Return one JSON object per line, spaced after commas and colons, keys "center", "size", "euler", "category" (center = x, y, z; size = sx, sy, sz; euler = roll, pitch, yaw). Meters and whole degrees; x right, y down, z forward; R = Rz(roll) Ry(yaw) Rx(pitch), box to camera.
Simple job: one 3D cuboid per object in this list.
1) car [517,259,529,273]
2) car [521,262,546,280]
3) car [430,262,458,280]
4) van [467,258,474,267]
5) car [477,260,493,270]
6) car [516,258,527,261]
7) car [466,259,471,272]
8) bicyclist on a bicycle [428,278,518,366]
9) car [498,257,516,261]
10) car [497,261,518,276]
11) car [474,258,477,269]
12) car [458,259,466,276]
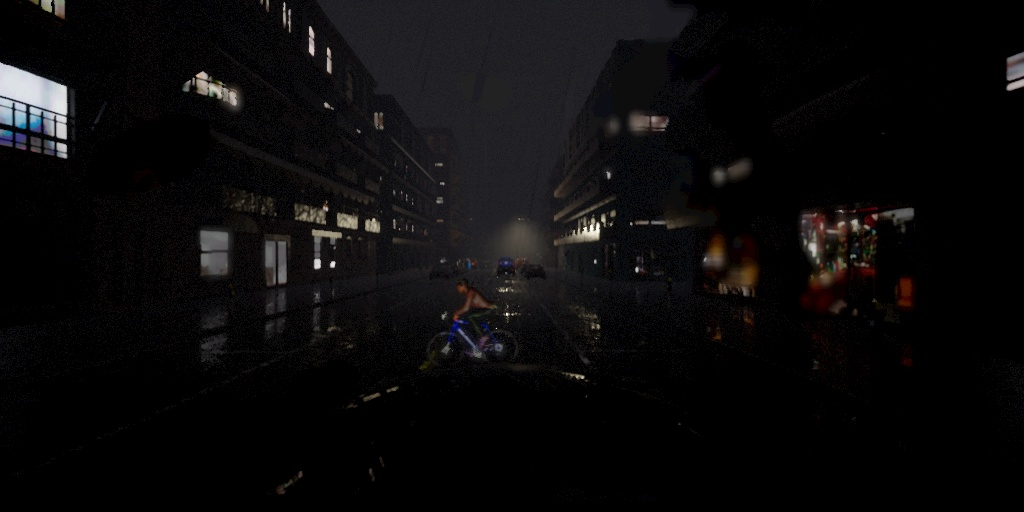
{"center": [1.856, 1.418, 43.810], "size": [1.751, 1.417, 4.829], "euler": [0, 0, -1], "category": "car"}
{"center": [2.087, 1.436, 32.439], "size": [1.802, 1.307, 4.207], "euler": [0, 0, -1], "category": "car"}
{"center": [-6.260, 1.438, 32.298], "size": [1.802, 1.307, 4.207], "euler": [0, 0, -1], "category": "car"}
{"center": [-6.600, 1.255, 49.100], "size": [1.690, 1.789, 3.998], "euler": [0, 0, -1], "category": "van"}
{"center": [-4.230, 1.514, 59.414], "size": [1.994, 1.385, 4.181], "euler": [0, 0, -1], "category": "car"}
{"center": [1.633, 1.247, 54.842], "size": [2.192, 1.841, 5.009], "euler": [0, 0, -1], "category": "car"}
{"center": [-6.487, 1.445, 43.500], "size": [2.007, 1.370, 4.403], "euler": [0, 0, -1], "category": "car"}
{"center": [-0.716, 1.220, 6.483], "size": [1.656, 1.620, 0.582], "euler": [-2, 0, -1], "category": "bicyclist on a bicycle"}
{"center": [-0.895, 1.143, 51.745], "size": [2.150, 2.045, 5.566], "euler": [0, 0, -1], "category": "car"}
{"center": [-0.638, 1.480, 39.378], "size": [1.895, 1.301, 4.718], "euler": [0, 0, -1], "category": "car"}
{"center": [-6.850, 1.268, 60.302], "size": [2.192, 1.841, 5.009], "euler": [0, 0, -1], "category": "car"}
{"center": [-6.373, 1.315, 37.899], "size": [1.967, 1.591, 4.097], "euler": [0, 0, -1], "category": "car"}
